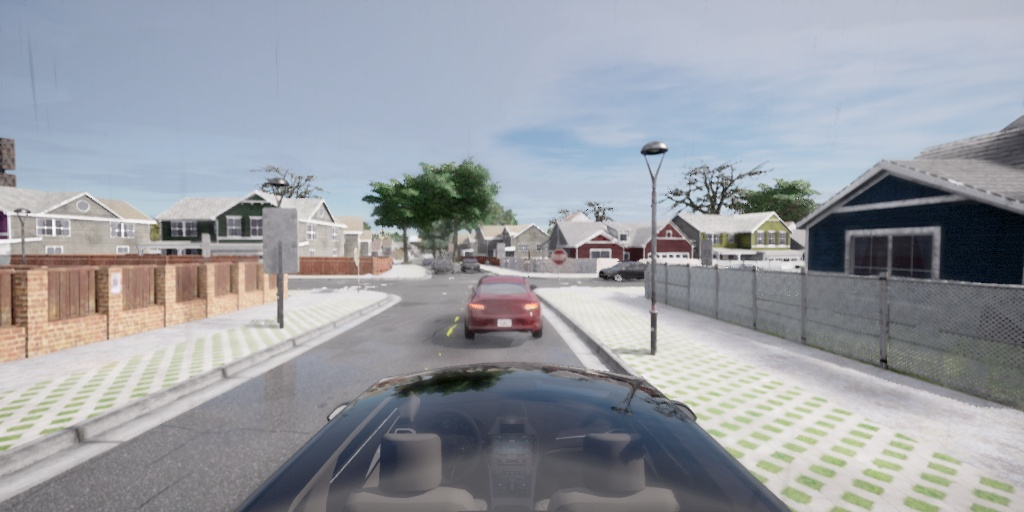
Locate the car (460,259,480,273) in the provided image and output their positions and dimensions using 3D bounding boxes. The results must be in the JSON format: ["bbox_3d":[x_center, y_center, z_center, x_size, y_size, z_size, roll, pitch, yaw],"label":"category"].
[{"bbox_3d":[-4.719,1.038,40.058,2.128,1.511,4.902,0,0,-13],"label":"car"}]

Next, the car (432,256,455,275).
[{"bbox_3d":[-6.994,1.082,36.816,1.837,1.490,4.892,0,0,-13],"label":"car"}]

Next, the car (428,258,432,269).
[{"bbox_3d":[-9.462,1.036,46.449,1.837,1.490,4.892,0,0,-16],"label":"car"}]

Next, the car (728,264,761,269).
[{"bbox_3d":[19.623,1.367,30.803,4.181,1.385,1.994,1,1,-16],"label":"car"}]

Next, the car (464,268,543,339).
[{"bbox_3d":[-0.254,1.231,9.831,1.812,1.442,4.674,0,0,-2],"label":"car"}]

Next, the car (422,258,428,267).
[{"bbox_3d":[-13.856,1.014,59.843,2.033,1.411,5.357,-1,0,-20],"label":"car"}]

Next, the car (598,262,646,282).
[{"bbox_3d":[9.143,1.216,27.963,4.892,1.490,1.837,1,1,-14],"label":"car"}]
